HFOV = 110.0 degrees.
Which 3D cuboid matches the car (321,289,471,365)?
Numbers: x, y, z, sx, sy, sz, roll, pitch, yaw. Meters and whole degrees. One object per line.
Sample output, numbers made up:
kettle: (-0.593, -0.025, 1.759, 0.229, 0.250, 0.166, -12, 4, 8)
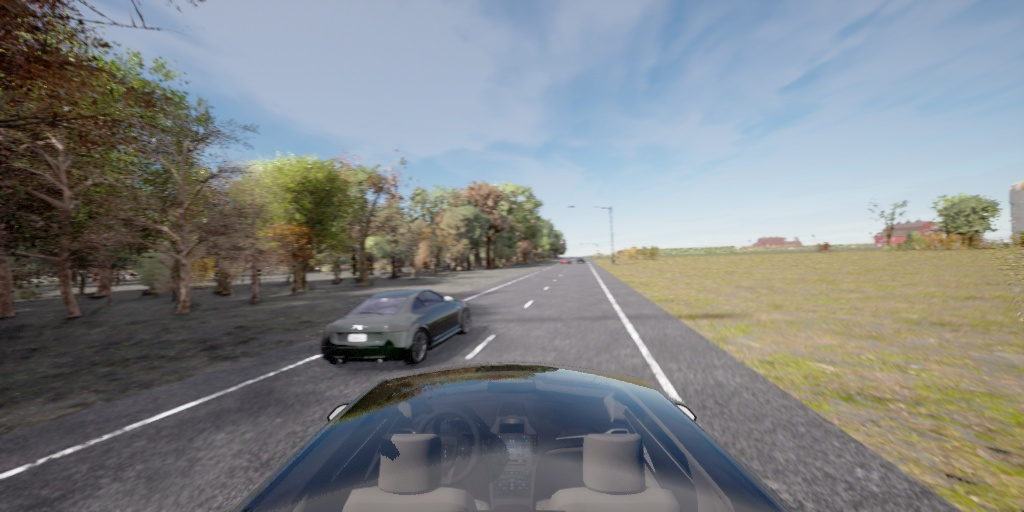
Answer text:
car: (-2.447, 1.469, 8.552, 1.994, 1.385, 4.181, -3, 0, 11)
